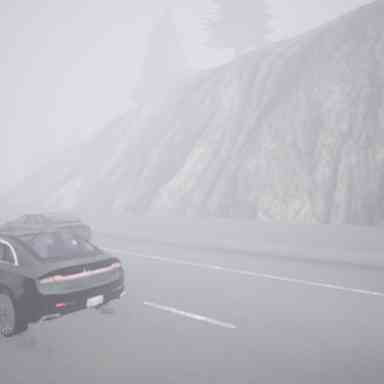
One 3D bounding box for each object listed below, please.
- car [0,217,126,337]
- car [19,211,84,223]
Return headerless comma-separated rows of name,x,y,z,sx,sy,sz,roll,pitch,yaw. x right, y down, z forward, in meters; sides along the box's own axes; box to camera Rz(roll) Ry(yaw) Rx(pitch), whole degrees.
car,-3.437,1.491,6.691,4.902,1.511,2.128,0,0,38
car,-5.918,1.505,13.163,4.892,1.490,1.837,0,0,40
